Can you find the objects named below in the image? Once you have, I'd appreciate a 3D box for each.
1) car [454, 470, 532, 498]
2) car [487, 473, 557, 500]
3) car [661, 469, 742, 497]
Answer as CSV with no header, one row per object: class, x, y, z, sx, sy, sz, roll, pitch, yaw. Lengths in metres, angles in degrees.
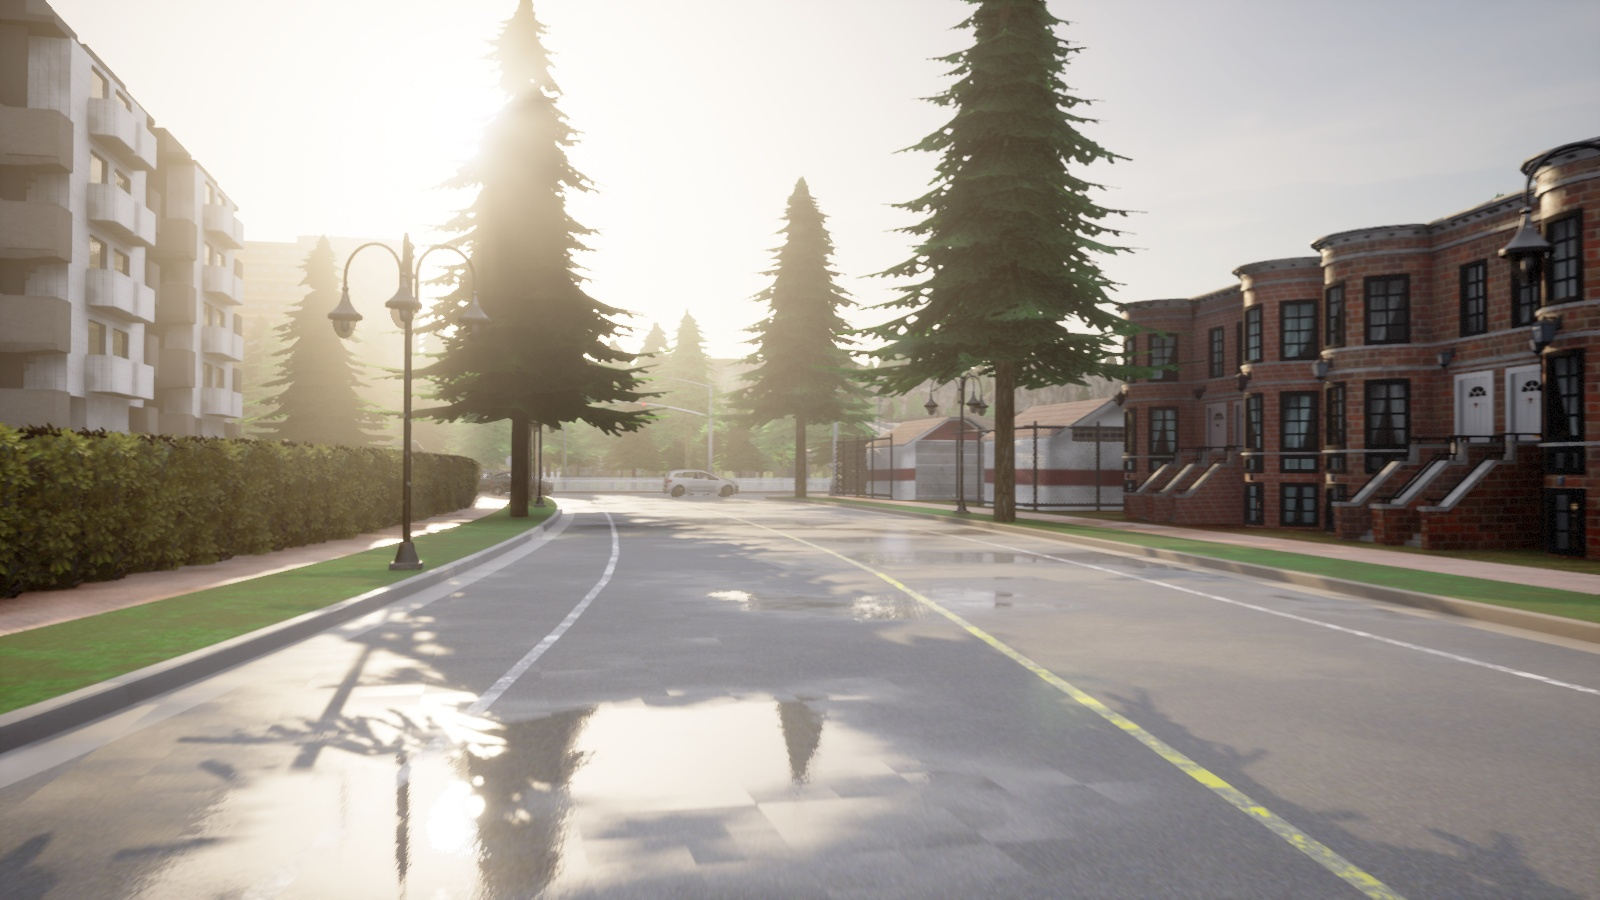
car,-18.837,2.080,77.211,4.611,1.667,2.242,0,-1,-12
car,-16.218,2.137,73.428,3.705,1.549,1.789,0,-1,-1
car,-6.015,2.005,76.434,4.611,1.667,2.242,0,-1,-12
